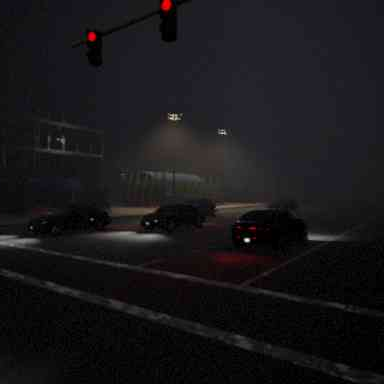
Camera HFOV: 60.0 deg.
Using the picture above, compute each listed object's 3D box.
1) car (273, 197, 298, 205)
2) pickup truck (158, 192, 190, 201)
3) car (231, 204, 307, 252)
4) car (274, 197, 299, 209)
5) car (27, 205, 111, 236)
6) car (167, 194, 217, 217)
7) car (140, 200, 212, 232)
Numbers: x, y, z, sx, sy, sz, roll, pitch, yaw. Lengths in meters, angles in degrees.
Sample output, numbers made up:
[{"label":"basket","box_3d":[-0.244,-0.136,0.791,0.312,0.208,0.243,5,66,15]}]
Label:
[{"label":"car","box_3d":[9.823,1.519,35.649,2.033,1.411,5.357,0,0,35]},{"label":"pickup truck","box_3d":[-1.888,0.992,47.736,6.274,2.098,2.390,0,0,-24]},{"label":"car","box_3d":[3.407,1.493,14.123,1.837,1.490,4.892,0,0,36]},{"label":"car","box_3d":[13.268,1.490,46.509,1.812,1.442,4.674,0,0,35]},{"label":"car","box_3d":[-6.605,1.489,18.371,1.812,1.442,4.674,0,0,35]},{"label":"car","box_3d":[0.220,1.317,28.092,2.097,1.767,4.553,0,0,35]},{"label":"car","box_3d":[-1.047,1.476,20.202,1.837,1.490,4.892,0,0,35]}]
